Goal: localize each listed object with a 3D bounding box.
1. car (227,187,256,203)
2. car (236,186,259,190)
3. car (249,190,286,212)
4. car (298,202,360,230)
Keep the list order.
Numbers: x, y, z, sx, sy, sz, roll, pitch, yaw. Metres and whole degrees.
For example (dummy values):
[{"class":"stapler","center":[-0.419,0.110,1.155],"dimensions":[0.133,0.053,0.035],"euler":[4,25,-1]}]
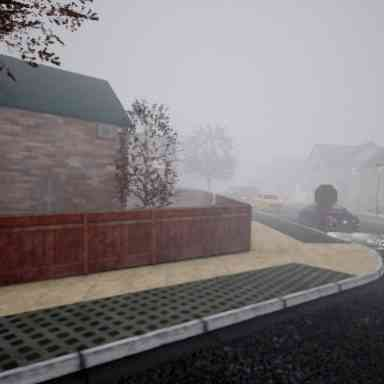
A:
[{"class":"car","center":[6.136,0.549,42.263],"dimensions":[2.128,1.511,4.902],"euler":[2,2,-4]},{"class":"car","center":[8.580,0.169,49.919],"dimensions":[2.150,2.045,5.566],"euler":[2,1,-4]},{"class":"car","center":[6.912,0.880,30.079],"dimensions":[1.882,1.535,5.008],"euler":[2,2,-4]},{"class":"car","center":[7.641,1.290,18.865],"dimensions":[1.994,1.385,4.181],"euler":[2,2,-4]}]
